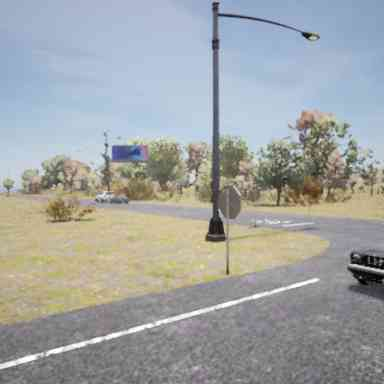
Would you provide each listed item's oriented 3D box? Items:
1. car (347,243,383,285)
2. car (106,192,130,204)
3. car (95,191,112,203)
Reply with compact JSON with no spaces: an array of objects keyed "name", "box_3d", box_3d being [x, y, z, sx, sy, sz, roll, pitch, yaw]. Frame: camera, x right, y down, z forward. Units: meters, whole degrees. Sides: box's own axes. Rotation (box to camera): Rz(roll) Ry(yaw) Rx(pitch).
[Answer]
[{"name":"car","box_3d":[5.796,1.503,8.012,4.718,1.301,1.895,-1,0,-35]},{"name":"car","box_3d":[-11.999,1.231,55.262,2.033,1.411,5.357,0,0,-33]},{"name":"car","box_3d":[-16.021,0.891,61.192,2.150,2.045,5.566,0,0,-34]}]
